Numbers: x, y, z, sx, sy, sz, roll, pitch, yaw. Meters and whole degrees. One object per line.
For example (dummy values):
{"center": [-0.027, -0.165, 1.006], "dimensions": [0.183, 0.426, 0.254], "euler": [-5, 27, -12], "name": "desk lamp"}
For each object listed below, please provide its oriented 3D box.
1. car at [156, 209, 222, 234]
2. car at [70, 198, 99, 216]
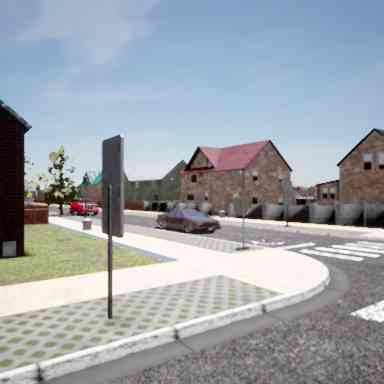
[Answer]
{"center": [-0.407, 1.771, 21.309], "dimensions": [2.033, 1.411, 5.357], "euler": [0, -1, -34], "name": "car"}
{"center": [-12.911, 1.743, 39.640], "dimensions": [2.150, 2.045, 5.566], "euler": [0, -1, -34], "name": "car"}
